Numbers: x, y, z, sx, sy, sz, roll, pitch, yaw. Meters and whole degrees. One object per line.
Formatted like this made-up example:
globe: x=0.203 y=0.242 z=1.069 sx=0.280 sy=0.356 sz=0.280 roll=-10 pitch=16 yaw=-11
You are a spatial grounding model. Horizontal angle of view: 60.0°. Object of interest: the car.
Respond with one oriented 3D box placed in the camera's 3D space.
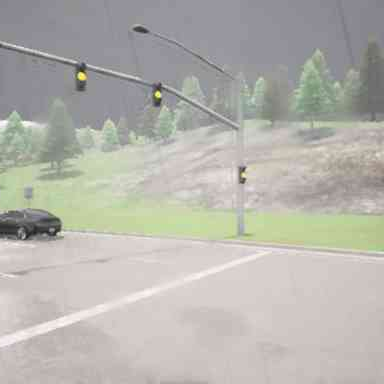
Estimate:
car: x=-9.027 y=1.630 z=17.580 sx=4.892 sy=1.490 sz=1.837 roll=0 pitch=0 yaw=29
